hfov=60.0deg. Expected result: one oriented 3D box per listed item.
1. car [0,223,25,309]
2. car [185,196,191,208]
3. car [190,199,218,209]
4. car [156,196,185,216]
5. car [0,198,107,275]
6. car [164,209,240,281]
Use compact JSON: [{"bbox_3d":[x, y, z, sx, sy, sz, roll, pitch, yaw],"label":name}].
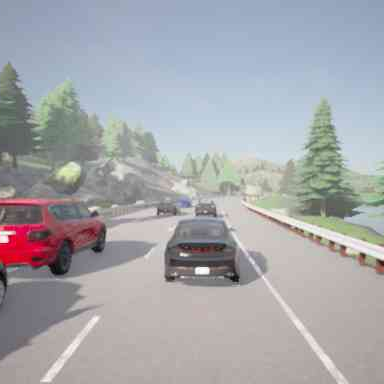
[{"bbox_3d":[-4.524,1.468,4.489,1.882,1.535,5.008,0,0,1],"label":"car"},{"bbox_3d":[-1.089,1.352,46.421,1.882,1.535,5.008,0,0,7],"label":"car"},{"bbox_3d":[1.275,1.410,29.728,2.128,1.511,4.902,0,0,3],"label":"car"},{"bbox_3d":[-2.192,1.407,31.960,2.128,1.511,4.902,0,0,4],"label":"car"},{"bbox_3d":[-4.394,1.199,10.505,2.150,2.045,5.566,0,0,2],"label":"car"},{"bbox_3d":[0.283,1.478,9.737,1.837,1.490,4.892,0,0,1],"label":"car"}]
